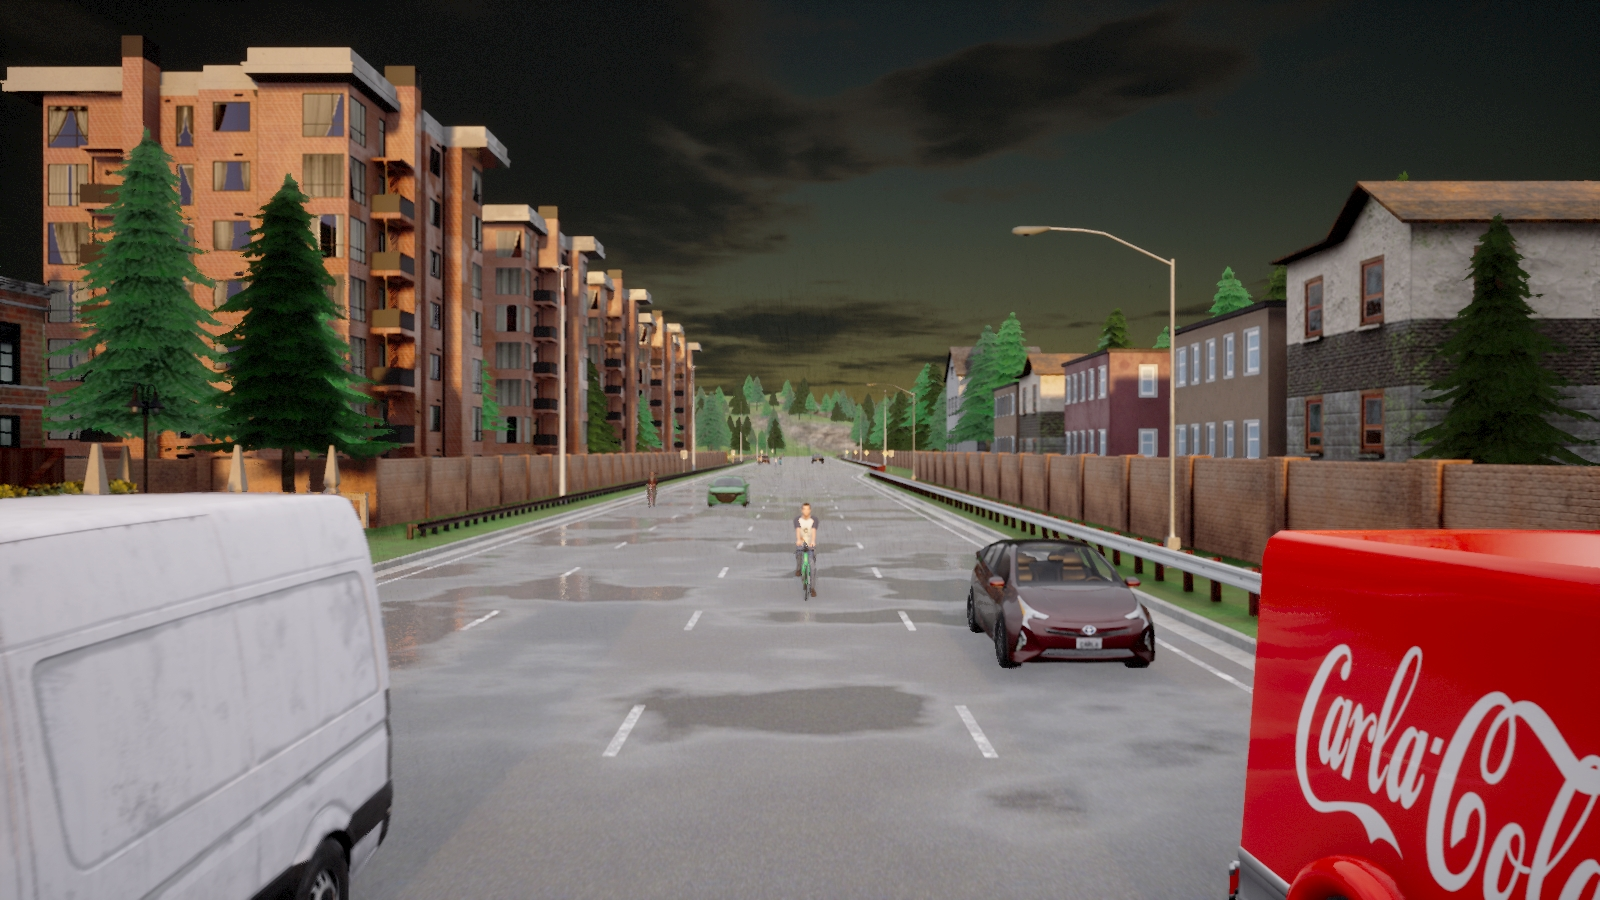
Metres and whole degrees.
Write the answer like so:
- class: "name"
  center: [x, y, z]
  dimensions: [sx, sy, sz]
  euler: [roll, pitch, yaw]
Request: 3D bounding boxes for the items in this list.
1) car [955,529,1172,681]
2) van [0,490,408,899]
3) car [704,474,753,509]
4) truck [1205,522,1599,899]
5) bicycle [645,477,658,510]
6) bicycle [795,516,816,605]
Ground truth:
- class: "car"
  center: [3.499, 2.036, 16.083]
  dimensions: [2.007, 1.525, 4.514]
  euler: [0, 0, 0]
- class: "van"
  center: [-3.498, 1.533, 4.332]
  dimensions: [1.988, 2.561, 5.915]
  euler: [0, 0, 0]
- class: "car"
  center: [-3.501, 2.021, 56.635]
  dimensions: [2.097, 1.535, 5.006]
  euler: [0, 0, 0]
- class: "truck"
  center: [3.499, 1.580, 3.537]
  dimensions: [2.627, 2.467, 5.204]
  euler: [0, -1, 0]
- class: "bicycle"
  center: [-6.998, 2.048, 53.859]
  dimensions: [0.329, 1.471, 1.835]
  euler: [0, 0, 0]
- class: "bicycle"
  center: [0.111, 2.051, 21.497]
  dimensions: [0.373, 1.496, 1.643]
  euler: [0, 0, 1]
